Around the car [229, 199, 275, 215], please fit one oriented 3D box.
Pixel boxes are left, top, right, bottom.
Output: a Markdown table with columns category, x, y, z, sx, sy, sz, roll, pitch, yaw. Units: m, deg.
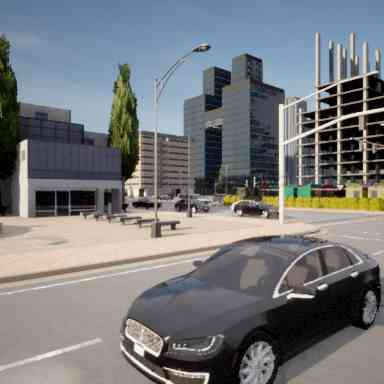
| category | x | y | z | sx | sy | sz | roll | pitch | yaw |
| --- | --- | --- | --- | --- | --- | --- | --- | --- | --- |
| car | 6.115 | 1.526 | 34.611 | 1.812 | 1.442 | 4.674 | 0 | 0 | -38 |

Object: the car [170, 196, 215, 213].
| category | x | y | z | sx | sy | sz | roll | pitch | yaw |
| --- | --- | --- | --- | --- | --- | --- | --- | --- | --- |
| car | -0.017 | 1.504 | 36.709 | 1.837 | 1.490 | 4.892 | 0 | 0 | -38 |

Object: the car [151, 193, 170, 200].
| category | x | y | z | sx | sy | sz | roll | pitch | yaw |
| --- | --- | --- | --- | --- | --- | --- | --- | --- | --- |
| car | -8.247 | 1.153 | 87.357 | 4.605 | 1.855 | 1.932 | 0 | 0 | -40 |

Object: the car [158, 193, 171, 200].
| category | x | y | z | sx | sy | sz | roll | pitch | yaw |
| --- | --- | --- | --- | --- | --- | --- | --- | --- | --- |
| car | -6.441 | 1.156 | 85.095 | 3.866 | 1.878 | 1.905 | 0 | 0 | -40 |

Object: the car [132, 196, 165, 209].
| category | x | y | z | sx | sy | sz | roll | pitch | yaw |
| --- | --- | --- | --- | --- | --- | --- | --- | --- | --- |
| car | -6.093 | 1.601 | 44.433 | 1.895 | 1.301 | 4.718 | 0 | 0 | -38 |

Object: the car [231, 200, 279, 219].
| category | x | y | z | sx | sy | sz | roll | pitch | yaw |
| --- | --- | --- | --- | --- | --- | --- | --- | --- | --- |
| car | 5.807 | 1.492 | 29.311 | 2.128 | 1.511 | 4.902 | 0 | 0 | -38 |

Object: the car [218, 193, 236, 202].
| category | x | y | z | sx | sy | sz | roll | pitch | yaw |
| --- | --- | --- | --- | --- | --- | --- | --- | --- | --- |
| car | 7.960 | 1.395 | 67.782 | 3.806 | 1.475 | 1.970 | 0 | 0 | -40 |

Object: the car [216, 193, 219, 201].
| category | x | y | z | sx | sy | sz | roll | pitch | yaw |
| --- | --- | --- | --- | --- | --- | --- | --- | --- | --- |
| car | 6.119 | 1.156 | 70.017 | 3.866 | 1.878 | 1.905 | 0 | 0 | -40 |

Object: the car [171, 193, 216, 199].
| category | x | y | z | sx | sy | sz | roll | pitch | yaw |
| --- | --- | --- | --- | --- | --- | --- | --- | --- | --- |
| car | 0.093 | 1.221 | 42.226 | 2.150 | 2.045 | 5.566 | 0 | 0 | -38 |

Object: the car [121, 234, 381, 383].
| category | x | y | z | sx | sy | sz | roll | pitch | yaw |
| --- | --- | --- | --- | --- | --- | --- | --- | --- | --- |
| car | 1.276 | 1.505 | 5.257 | 4.892 | 1.490 | 1.837 | 0 | 0 | -40 |

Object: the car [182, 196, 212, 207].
| category | x | y | z | sx | sy | sz | roll | pitch | yaw |
| --- | --- | --- | --- | --- | --- | --- | --- | --- | --- |
| car | 0.742 | 1.491 | 53.036 | 2.128 | 1.511 | 4.902 | 0 | 0 | -38 |

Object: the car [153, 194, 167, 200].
| category | x | y | z | sx | sy | sz | roll | pitch | yaw |
| --- | --- | --- | --- | --- | --- | --- | --- | --- | --- |
| car | -6.398 | 1.477 | 50.499 | 1.882 | 1.535 | 5.008 | 0 | 0 | -38 |

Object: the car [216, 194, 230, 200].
| category | x | y | z | sx | sy | sz | roll | pitch | yaw |
| --- | --- | --- | --- | --- | --- | --- | --- | --- | --- |
| car | 8.729 | 1.395 | 94.167 | 3.806 | 1.475 | 1.970 | 0 | 0 | -40 |
